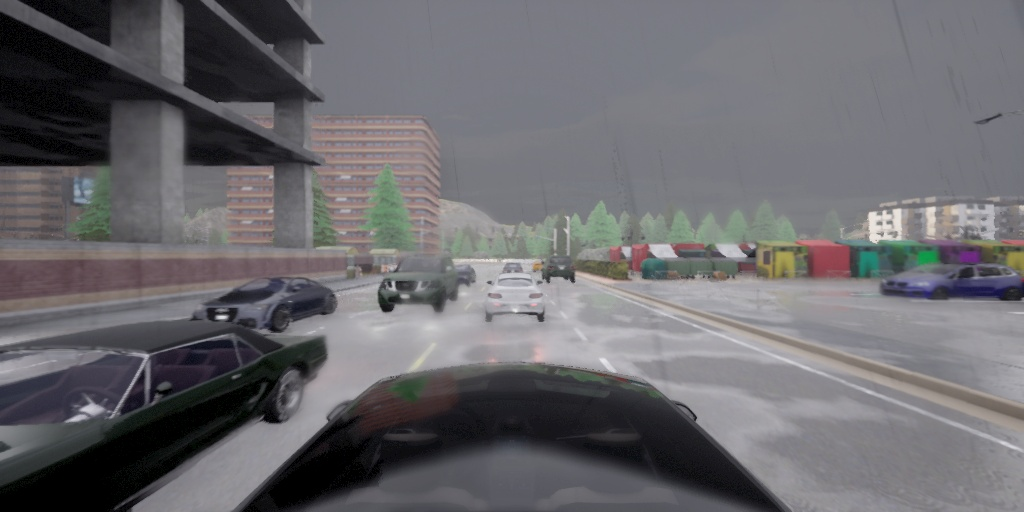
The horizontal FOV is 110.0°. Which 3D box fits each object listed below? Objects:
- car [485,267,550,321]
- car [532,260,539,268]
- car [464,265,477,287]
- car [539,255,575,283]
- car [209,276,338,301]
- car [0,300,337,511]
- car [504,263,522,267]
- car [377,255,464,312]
[{"bbox_3d":[0.099,1.277,12.354,1.812,1.442,4.674,0,0,0],"label":"car"},{"bbox_3d":[3.580,1.234,45.315,1.882,1.535,5.008,0,0,0],"label":"car"},{"bbox_3d":[-3.523,1.301,24.840,2.033,1.411,5.357,0,0,0],"label":"car"},{"bbox_3d":[3.576,0.975,28.244,2.150,2.045,5.566,0,0,0],"label":"car"},{"bbox_3d":[-7.036,1.316,10.707,1.994,1.385,4.181,0,0,0],"label":"car"},{"bbox_3d":[-3.599,1.352,3.003,1.895,1.301,4.718,0,0,0],"label":"car"},{"bbox_3d":[0.087,1.302,31.087,2.033,1.411,5.357,0,0,0],"label":"car"},{"bbox_3d":[-3.502,0.974,14.532,2.150,2.045,5.566,0,0,0],"label":"car"}]
